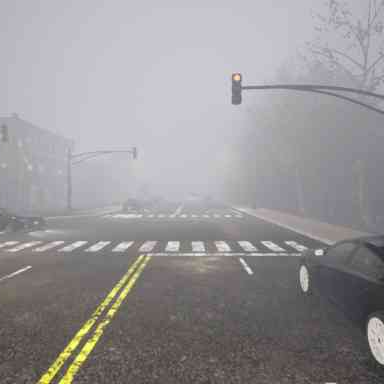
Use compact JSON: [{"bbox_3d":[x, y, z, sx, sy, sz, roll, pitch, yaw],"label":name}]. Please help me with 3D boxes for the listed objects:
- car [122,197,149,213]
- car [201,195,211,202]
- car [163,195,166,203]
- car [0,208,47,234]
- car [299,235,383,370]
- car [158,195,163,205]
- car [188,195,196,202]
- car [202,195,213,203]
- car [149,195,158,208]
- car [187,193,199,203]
[{"bbox_3d":[-6.581,1.481,37.613,2.128,1.511,4.902,0,0,0],"label":"car"},{"bbox_3d":[3.270,1.494,79.178,2.128,1.511,4.902,0,0,0],"label":"car"},{"bbox_3d":[-6.509,1.328,66.725,2.097,1.767,4.553,0,0,0],"label":"car"},{"bbox_3d":[-10.647,1.627,19.544,4.181,1.385,1.994,-2,0,21],"label":"car"},{"bbox_3d":[3.344,1.477,5.663,1.882,1.535,5.008,0,0,1],"label":"car"},{"bbox_3d":[-6.569,1.458,56.646,1.882,1.535,5.008,0,0,0],"label":"car"},{"bbox_3d":[0.021,1.509,79.299,2.033,1.411,5.357,0,0,0],"label":"car"},{"bbox_3d":[3.370,1.480,68.989,1.837,1.490,4.892,0,0,0],"label":"car"},{"bbox_3d":[-6.577,1.477,47.071,2.128,1.511,4.902,0,0,0],"label":"car"},{"bbox_3d":[0.116,1.198,66.256,2.150,2.045,5.566,0,0,0],"label":"car"}]
